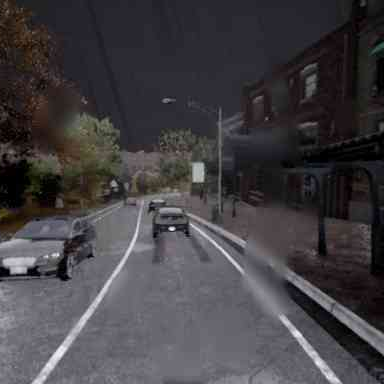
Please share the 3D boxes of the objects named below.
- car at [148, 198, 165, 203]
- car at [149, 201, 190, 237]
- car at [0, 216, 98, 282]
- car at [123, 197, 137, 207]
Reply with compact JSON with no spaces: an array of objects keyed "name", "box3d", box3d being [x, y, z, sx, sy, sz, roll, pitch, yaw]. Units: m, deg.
[{"name":"car","box3d":[-3.722,1.445,36.303,1.882,1.535,5.008,-1,0,-8]},{"name":"car","box3d":[-1.231,1.471,17.991,1.837,1.490,4.892,-1,0,-7]},{"name":"car","box3d":[-4.113,1.506,9.938,2.128,1.511,4.902,-1,0,-5]},{"name":"car","box3d":[-9.626,1.533,51.890,1.837,1.490,4.892,-1,0,-8]}]
